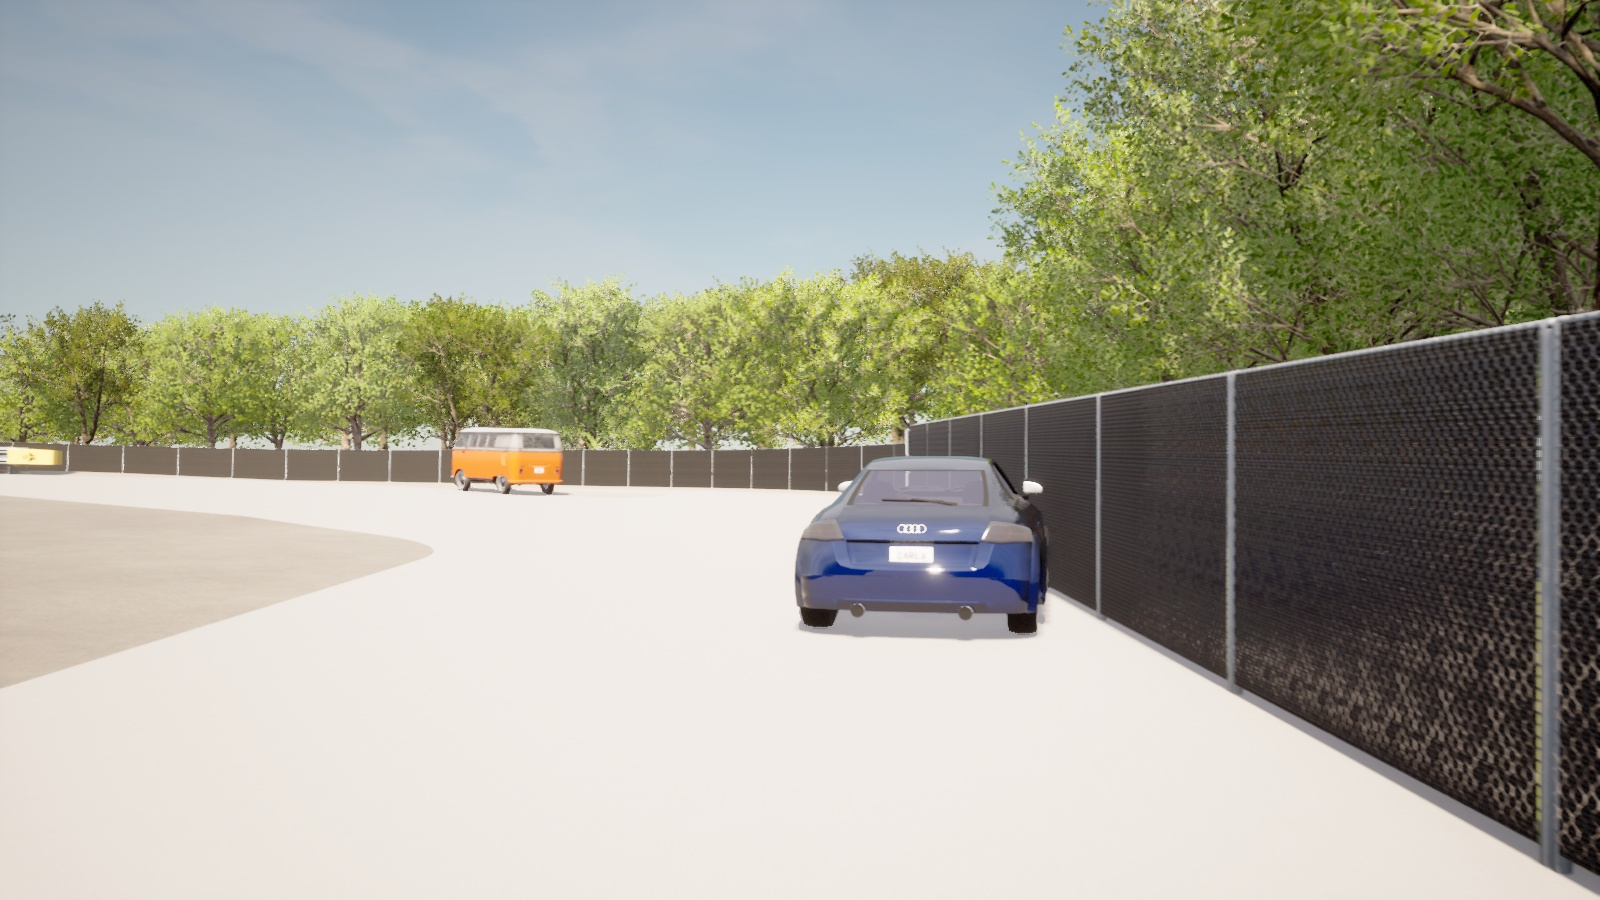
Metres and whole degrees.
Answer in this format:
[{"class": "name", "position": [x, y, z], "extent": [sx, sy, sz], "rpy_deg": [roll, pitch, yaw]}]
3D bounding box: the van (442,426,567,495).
[{"class": "van", "position": [-9.083, 0.296, 38.383], "extent": [1.775, 1.987, 4.442], "rpy_deg": [1, 0, -42]}]

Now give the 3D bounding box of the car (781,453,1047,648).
[{"class": "car", "position": [1.238, 0.744, 11.470], "extent": [1.994, 1.385, 4.181], "rpy_deg": [0, 1, 11]}]
